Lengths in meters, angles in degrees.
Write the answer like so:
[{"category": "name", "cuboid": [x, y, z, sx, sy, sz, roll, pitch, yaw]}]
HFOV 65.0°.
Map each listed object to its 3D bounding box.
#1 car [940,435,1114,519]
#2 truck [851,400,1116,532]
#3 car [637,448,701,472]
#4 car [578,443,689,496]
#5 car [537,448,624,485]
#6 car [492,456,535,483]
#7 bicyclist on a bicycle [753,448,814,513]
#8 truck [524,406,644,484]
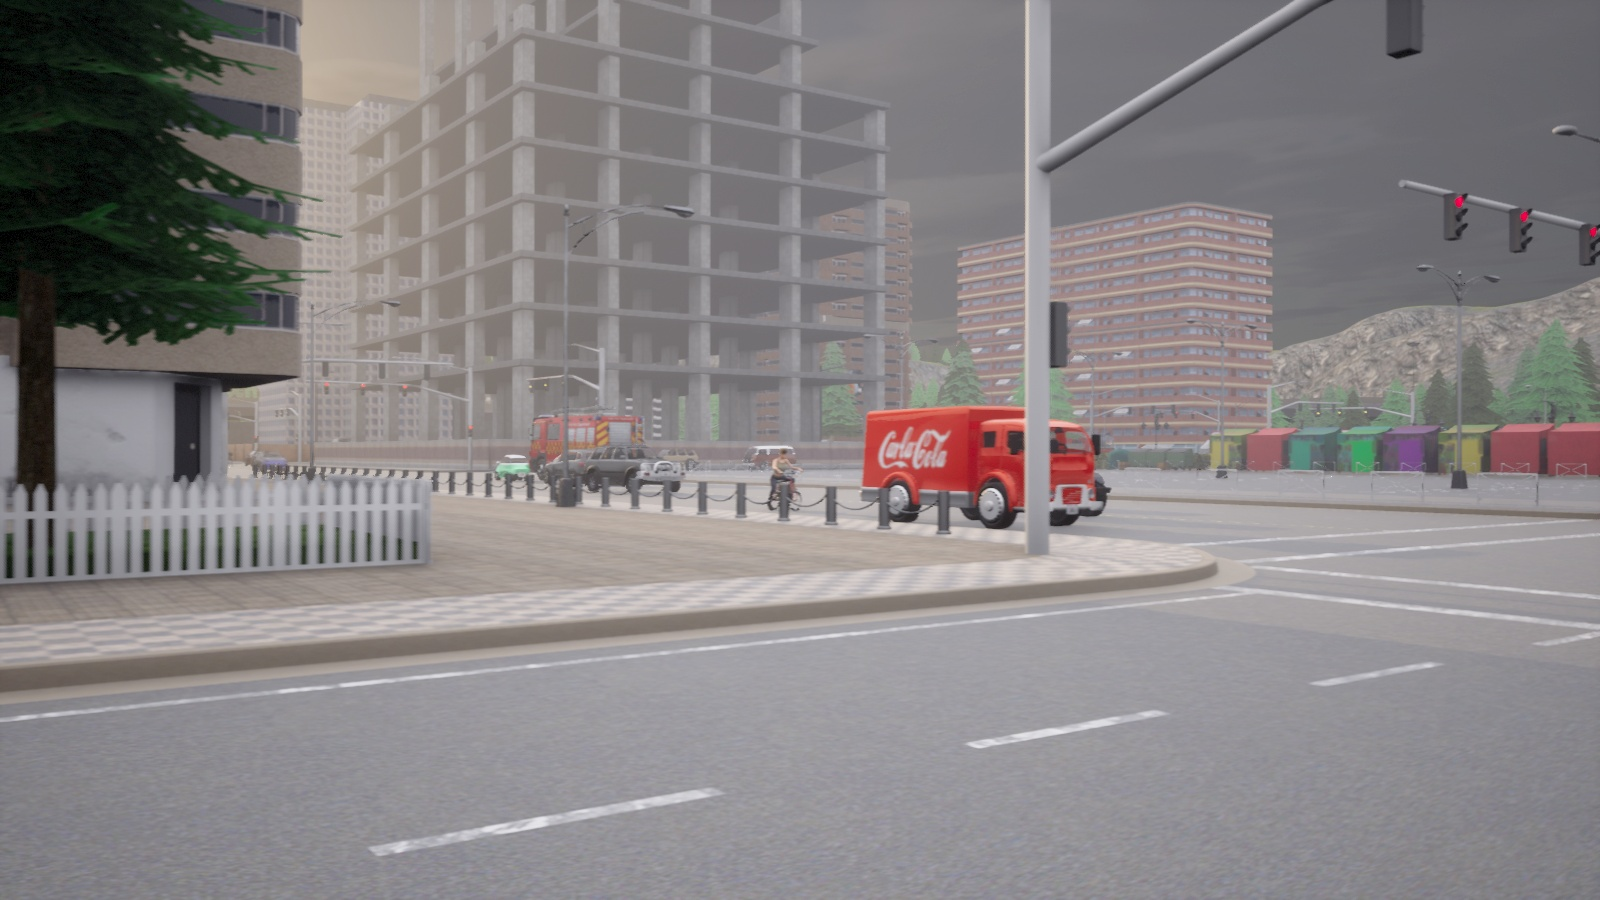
[{"category": "car", "cuboid": [5.368, 0.603, 30.069, 1.905, 1.878, 3.866, 0, 0, -35]}, {"category": "truck", "cuboid": [3.705, 0.315, 26.342, 2.627, 2.467, 5.204, 0, 0, -35]}, {"category": "car", "cuboid": [-10.164, 0.766, 97.374, 4.605, 1.855, 1.932, 0, 0, -35]}, {"category": "car", "cuboid": [-6.210, 0.689, 46.486, 1.932, 1.855, 4.605, 0, 0, -39]}, {"category": "car", "cuboid": [-10.286, 0.754, 58.530, 2.242, 1.667, 4.611, 0, 0, -35]}, {"category": "car", "cuboid": [-14.857, 0.990, 65.053, 1.481, 1.376, 2.207, 0, 0, -35]}, {"category": "bicyclist on a bicycle", "cuboid": [-0.445, 0.761, 32.276, 0.866, 1.612, 1.509, 0, 0, -35]}, {"category": "truck", "cuboid": [-11.560, -0.232, 66.448, 2.891, 3.827, 8.468, 0, 0, -35]}]
